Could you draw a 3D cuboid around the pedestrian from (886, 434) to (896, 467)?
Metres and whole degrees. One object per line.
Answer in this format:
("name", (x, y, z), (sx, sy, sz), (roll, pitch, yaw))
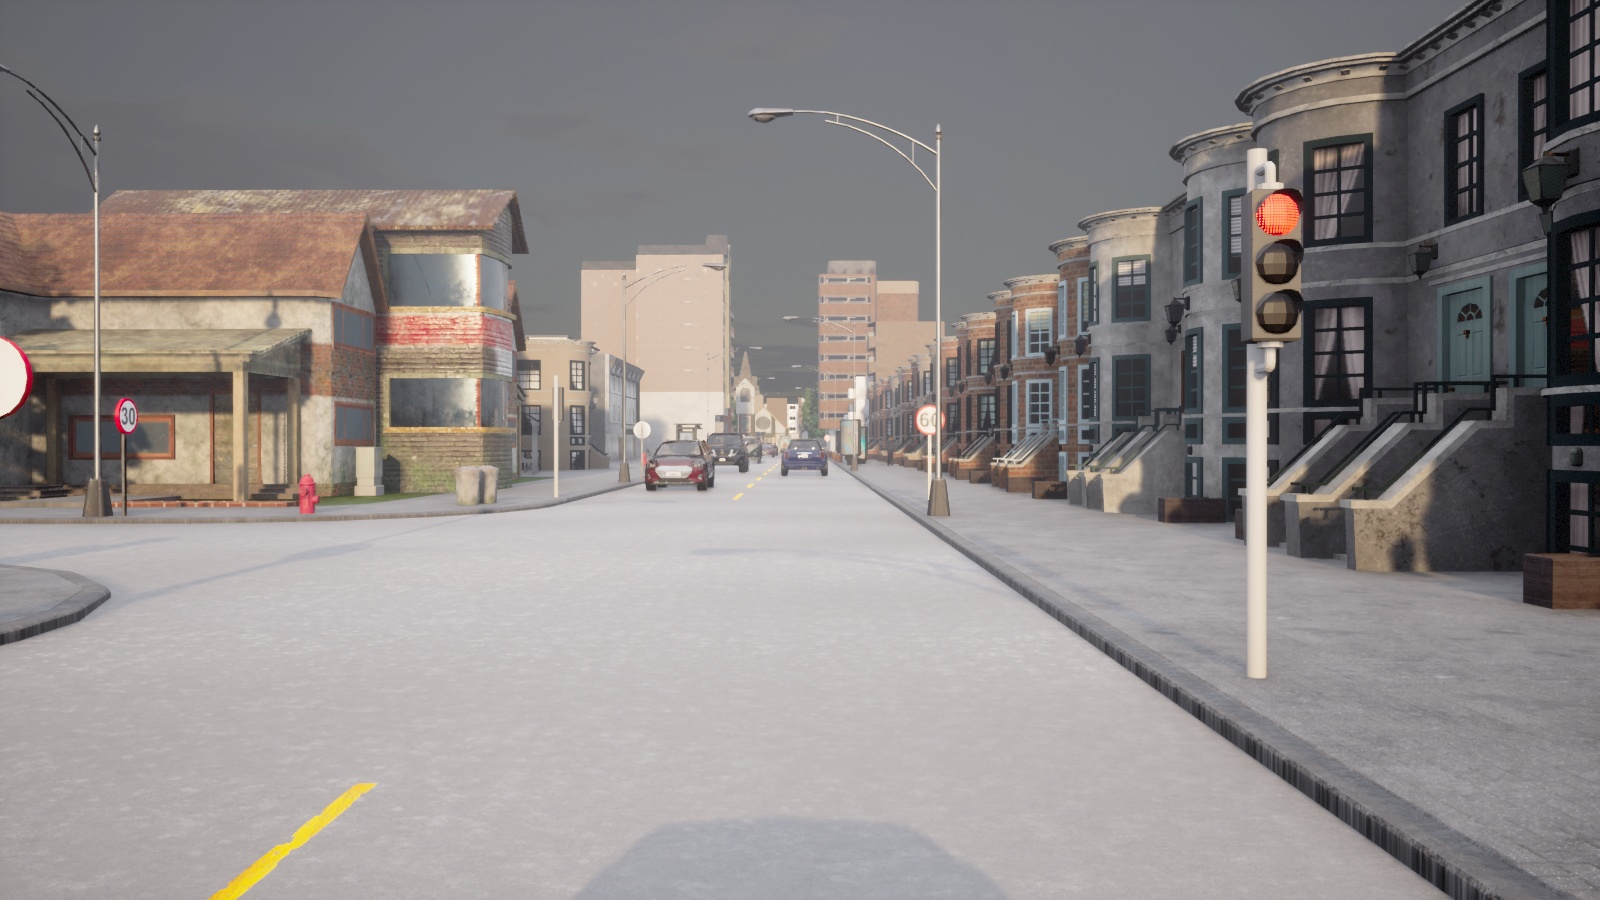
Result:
("pedestrian", (5.395, 0.040, 74.571), (0.423, 1.949, 0.788), (0, 0, -9))

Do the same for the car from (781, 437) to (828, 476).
("car", (0.209, 0.275, 58.465), (2.097, 1.767, 4.553), (0, 0, 0))

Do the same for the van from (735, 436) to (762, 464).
("van", (-3.676, -0.012, 89.978), (1.775, 1.987, 4.442), (0, 0, 0))

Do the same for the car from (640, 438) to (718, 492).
("car", (-3.853, 0.443, 40.826), (2.033, 1.649, 4.856), (0, 0, 0))

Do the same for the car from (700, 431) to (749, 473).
("car", (-3.772, 0.102, 63.794), (2.150, 2.045, 5.566), (0, 0, 0))
